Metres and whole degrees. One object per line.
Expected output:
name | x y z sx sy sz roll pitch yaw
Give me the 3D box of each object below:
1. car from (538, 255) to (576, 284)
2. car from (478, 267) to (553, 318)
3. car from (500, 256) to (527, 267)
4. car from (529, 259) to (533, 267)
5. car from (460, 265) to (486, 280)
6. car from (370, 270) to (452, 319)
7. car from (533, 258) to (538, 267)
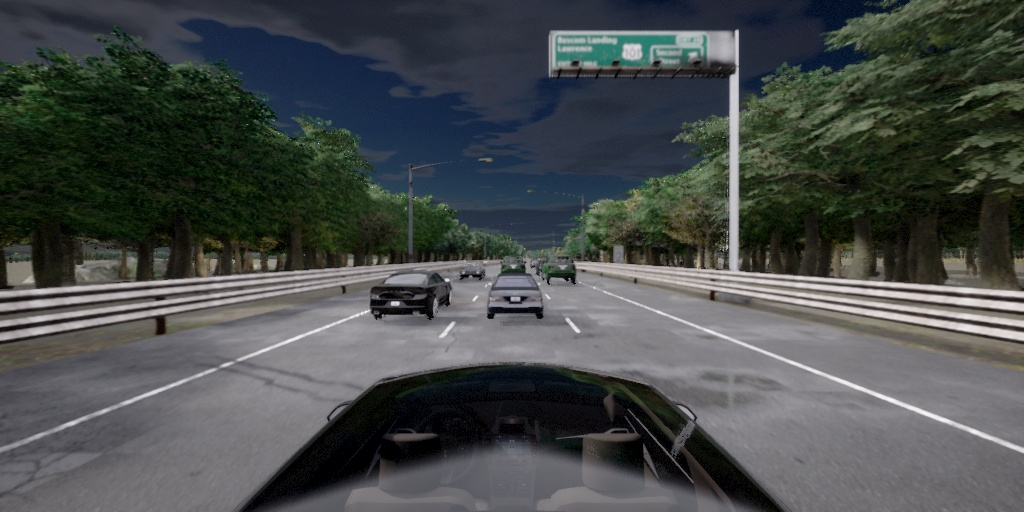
car | 3.510 0.958 27.503 2.150 2.045 5.566 0 0 0
car | 0.102 1.309 13.008 2.033 1.411 5.357 0 0 0
car | 0.134 1.039 32.273 2.150 2.045 5.566 0 0 0
car | 4.097 1.544 61.263 1.895 1.301 4.718 0 0 2
car | -3.370 1.417 31.673 1.895 1.301 4.718 0 0 0
car | -3.396 1.239 12.919 1.882 1.535 5.008 0 0 0
car | 3.581 1.303 39.425 1.837 1.490 4.892 0 0 1
